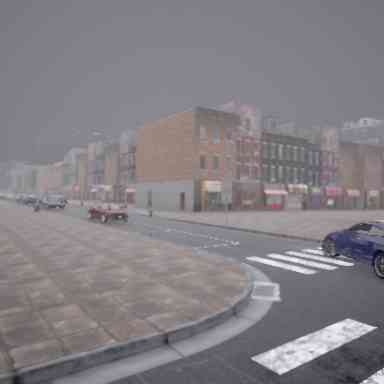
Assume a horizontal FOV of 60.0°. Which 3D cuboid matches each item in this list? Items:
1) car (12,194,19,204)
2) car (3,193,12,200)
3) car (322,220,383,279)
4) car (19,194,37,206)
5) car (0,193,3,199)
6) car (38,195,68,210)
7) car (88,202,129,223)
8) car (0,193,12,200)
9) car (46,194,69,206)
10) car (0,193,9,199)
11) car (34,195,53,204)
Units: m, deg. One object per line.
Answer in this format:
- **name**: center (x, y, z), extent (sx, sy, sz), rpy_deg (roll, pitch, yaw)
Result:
- **car**: center (-26.104, 1.034, 51.486), extent (1.837, 1.490, 4.892), rpy_deg (1, 0, -35)
- **car**: center (-34.599, 0.983, 64.161), extent (2.008, 1.369, 4.403), rpy_deg (1, 0, -35)
- **car**: center (5.776, 1.584, 10.081), extent (1.812, 1.442, 4.674), rpy_deg (2, 0, -4)
- **car**: center (-22.056, 1.062, 45.775), extent (1.882, 1.535, 5.008), rpy_deg (1, 0, -35)
- **car**: center (-37.772, 0.942, 68.645), extent (1.887, 1.381, 4.507), rpy_deg (1, 0, -35)
- **car**: center (-15.558, 1.247, 37.254), extent (1.947, 1.339, 4.313), rpy_deg (2, 0, -35)
- **car**: center (-6.038, 1.384, 23.801), extent (1.887, 1.381, 4.507), rpy_deg (2, 0, -35)
- **car**: center (-40.946, 0.910, 73.130), extent (1.887, 1.381, 4.507), rpy_deg (1, 0, -35)
- **car**: center (-18.964, 1.115, 46.799), extent (1.882, 1.535, 5.008), rpy_deg (1, 0, -35)
- **car**: center (-44.021, 0.862, 77.476), extent (1.752, 1.417, 4.829), rpy_deg (1, -1, -35)
- **car**: center (-24.334, 1.167, 54.384), extent (1.895, 1.301, 4.718), rpy_deg (1, 0, -35)
